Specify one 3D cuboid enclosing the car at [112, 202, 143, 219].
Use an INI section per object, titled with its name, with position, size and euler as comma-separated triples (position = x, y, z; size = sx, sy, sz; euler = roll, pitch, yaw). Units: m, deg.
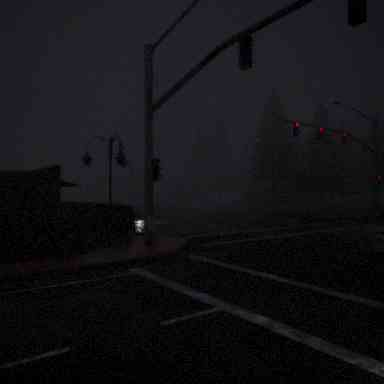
[car]
position = -6.158, 1.531, 28.020
size = 2.033, 1.411, 5.357
euler = 0, 0, -37
